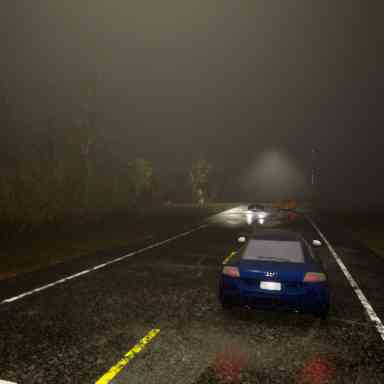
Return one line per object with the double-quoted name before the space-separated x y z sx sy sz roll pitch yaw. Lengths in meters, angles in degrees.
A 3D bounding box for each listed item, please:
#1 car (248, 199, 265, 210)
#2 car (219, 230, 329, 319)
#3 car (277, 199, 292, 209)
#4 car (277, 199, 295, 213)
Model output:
"car" 8.210 1.616 42.349 1.895 1.301 4.718 0 0 14
"car" 1.938 1.563 7.569 1.994 1.385 4.181 0 0 17
"car" 13.075 1.628 47.363 1.895 1.301 4.718 0 0 13
"car" 10.630 1.486 37.604 1.882 1.535 5.008 0 0 15
